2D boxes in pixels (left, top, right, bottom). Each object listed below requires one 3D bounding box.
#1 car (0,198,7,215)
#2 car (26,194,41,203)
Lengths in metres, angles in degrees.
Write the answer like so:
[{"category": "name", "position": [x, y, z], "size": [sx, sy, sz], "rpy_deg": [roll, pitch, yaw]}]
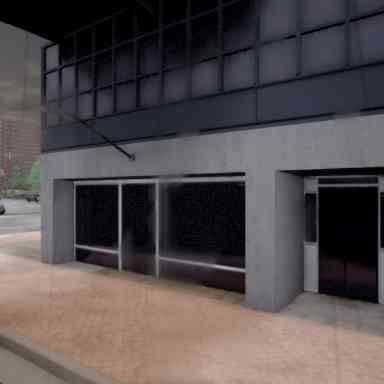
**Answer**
[{"category": "car", "position": [-17.866, 1.491, 27.171], "size": [2.128, 1.511, 4.902], "rpy_deg": [0, 0, 36]}, {"category": "car", "position": [-30.218, 1.153, 64.697], "size": [4.605, 1.855, 1.932], "rpy_deg": [0, 0, 35]}]
